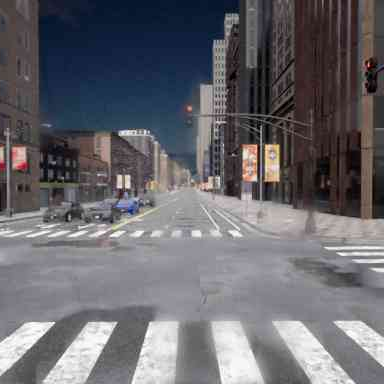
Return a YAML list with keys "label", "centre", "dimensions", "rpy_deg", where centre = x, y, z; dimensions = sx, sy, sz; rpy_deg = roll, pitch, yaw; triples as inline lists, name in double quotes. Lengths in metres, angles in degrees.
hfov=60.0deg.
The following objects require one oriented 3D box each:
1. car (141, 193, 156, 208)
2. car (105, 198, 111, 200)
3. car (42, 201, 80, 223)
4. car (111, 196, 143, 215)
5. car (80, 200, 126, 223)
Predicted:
- label: "car"
  centre: [-6.584, 1.226, 48.847]
  dimensions: [2.150, 2.045, 5.566]
  rpy_deg: [0, 0, 0]
- label: "car"
  centre: [-9.849, 1.483, 40.617]
  dimensions: [1.882, 1.535, 5.008]
  rpy_deg: [0, 0, 0]
- label: "car"
  centre: [-9.853, 1.507, 25.787]
  dimensions: [1.837, 1.490, 4.892]
  rpy_deg: [0, 0, 0]
- label: "car"
  centre: [-6.600, 1.483, 34.107]
  dimensions: [1.882, 1.535, 5.008]
  rpy_deg: [0, 0, 0]
- label: "car"
  centre: [-6.606, 1.567, 25.112]
  dimensions: [1.994, 1.385, 4.181]
  rpy_deg: [0, 0, -1]
